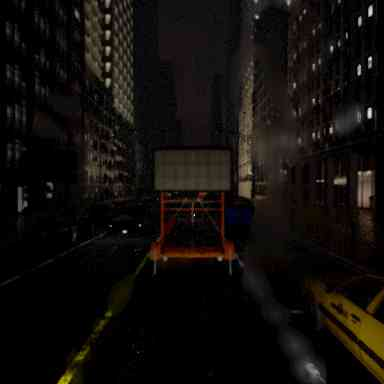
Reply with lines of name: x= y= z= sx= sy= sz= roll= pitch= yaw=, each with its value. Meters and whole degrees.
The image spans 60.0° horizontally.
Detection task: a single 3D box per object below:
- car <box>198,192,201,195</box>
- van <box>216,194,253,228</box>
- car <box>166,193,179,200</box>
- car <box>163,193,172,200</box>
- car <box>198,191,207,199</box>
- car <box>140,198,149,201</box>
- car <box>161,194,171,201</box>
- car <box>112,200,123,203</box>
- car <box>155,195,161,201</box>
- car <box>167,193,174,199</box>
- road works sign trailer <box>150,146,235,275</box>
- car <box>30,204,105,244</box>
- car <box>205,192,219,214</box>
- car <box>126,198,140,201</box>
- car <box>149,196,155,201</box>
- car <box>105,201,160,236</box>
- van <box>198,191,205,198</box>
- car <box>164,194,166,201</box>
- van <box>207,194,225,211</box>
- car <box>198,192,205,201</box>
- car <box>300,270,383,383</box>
car: x=2.689 y=0.783 z=83.313 sx=2.192 sy=1.841 sz=5.009 roll=-1 pitch=0 yaw=0
van: x=2.684 y=1.208 z=20.794 sx=1.690 sy=1.788 sz=3.998 roll=-1 pitch=0 yaw=0
car: x=-2.994 y=0.766 z=58.732 sx=2.128 sy=1.511 sz=4.902 roll=0 pitch=0 yaw=0
car: x=-5.691 y=0.945 z=77.631 sx=1.967 sy=1.590 sz=4.097 roll=-1 pitch=0 yaw=0
car: x=2.690 y=0.747 z=88.997 sx=2.192 sy=1.841 sz=5.009 roll=-1 pitch=0 yaw=0
car: x=-5.695 y=1.346 z=32.163 sx=2.008 sy=1.369 sz=4.403 roll=-1 pitch=0 yaw=0
car: x=-5.690 y=1.123 z=71.948 sx=1.802 sy=1.307 sz=4.206 roll=-1 pitch=0 yaw=0
car: x=-5.695 y=1.433 z=20.796 sx=1.947 sy=1.339 sz=4.313 roll=-1 pitch=0 yaw=0
car: x=-5.693 y=1.238 z=49.214 sx=2.008 sy=1.369 sz=4.403 roll=-1 pitch=0 yaw=0
car: x=-5.689 y=0.958 z=88.829 sx=1.752 sy=1.417 sz=4.829 roll=-1 pitch=0 yaw=0
road works sign trailer: x=0.021 y=0.399 z=10.161 sx=2.380 sy=3.560 sz=2.880 roll=0 pitch=0 yaw=0
car: x=-5.696 y=1.454 z=15.113 sx=2.008 sy=1.369 sz=4.403 roll=-1 pitch=0 yaw=0
car: x=2.684 y=1.110 z=32.161 sx=2.192 sy=1.841 sz=5.009 roll=-1 pitch=0 yaw=0
car: x=-5.694 y=1.376 z=26.480 sx=1.887 sy=1.381 sz=4.507 roll=-1 pitch=0 yaw=0
car: x=-5.693 y=1.341 z=37.847 sx=1.802 sy=1.307 sz=4.206 roll=-1 pitch=0 yaw=0
car: x=-3.099 y=1.432 z=17.983 sx=2.033 sy=1.411 sz=5.357 roll=0 pitch=0 yaw=0
van: x=2.691 y=0.736 z=94.680 sx=1.690 sy=1.788 sz=3.998 roll=-1 pitch=0 yaw=0
car: x=-5.691 y=1.165 z=60.581 sx=2.008 sy=1.369 sz=4.403 roll=-1 pitch=0 yaw=0
van: x=2.685 y=1.100 z=37.845 sx=1.690 sy=1.788 sz=3.998 roll=-1 pitch=0 yaw=0
car: x=2.689 y=1.165 z=60.580 sx=2.008 sy=1.369 sz=4.403 roll=-1 pitch=0 yaw=0
car: x=2.684 y=1.500 z=3.915 sx=1.752 sy=1.417 sz=4.829 roll=-1 pitch=0 yaw=0
